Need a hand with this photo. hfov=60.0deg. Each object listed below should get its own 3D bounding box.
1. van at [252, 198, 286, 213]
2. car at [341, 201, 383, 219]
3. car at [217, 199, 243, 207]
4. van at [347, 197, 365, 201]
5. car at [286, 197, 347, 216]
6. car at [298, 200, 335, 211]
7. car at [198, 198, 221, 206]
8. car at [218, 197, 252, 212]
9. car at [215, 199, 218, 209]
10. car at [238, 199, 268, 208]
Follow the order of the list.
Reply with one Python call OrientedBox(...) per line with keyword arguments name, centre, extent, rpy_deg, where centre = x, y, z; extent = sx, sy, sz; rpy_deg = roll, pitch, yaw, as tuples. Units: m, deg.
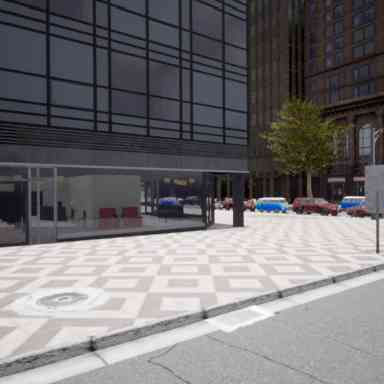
OrientedBox(name="van", centre=(9.458, 1.598, 39.050), extent=(1.690, 1.788, 3.998), rpy_deg=(-1, 0, -35))
OrientedBox(name="car", centre=(16.043, 1.726, 29.790), extent=(1.802, 1.307, 4.206), rpy_deg=(-1, 0, -35))
OrientedBox(name="car", centre=(6.540, 1.871, 57.884), extent=(1.887, 1.381, 4.507), rpy_deg=(-1, 0, -35))
OrientedBox(name="van", centre=(19.692, 1.455, 39.364), extent=(1.690, 1.788, 3.998), rpy_deg=(-1, 0, -35))
OrientedBox(name="car", centre=(12.747, 1.516, 34.420), extent=(2.192, 1.841, 5.009), rpy_deg=(-1, 0, -35))
OrientedBox(name="car", centre=(16.408, 1.735, 43.995), extent=(1.947, 1.339, 4.313), rpy_deg=(-1, 0, -35))
OrientedBox(name="car", centre=(3.252, 1.927, 62.513), extent=(2.008, 1.369, 4.403), rpy_deg=(-1, 0, -35))
OrientedBox(name="car", centre=(6.169, 1.626, 43.680), extent=(2.192, 1.841, 5.009), rpy_deg=(-1, 0, -35))
OrientedBox(name="car", centre=(2.884, 1.913, 48.311), extent=(2.008, 1.369, 4.403), rpy_deg=(-1, 0, -35))
OrientedBox(name="car", centre=(9.731, 1.802, 53.393), extent=(1.752, 1.417, 4.829), rpy_deg=(-1, 0, -35))
